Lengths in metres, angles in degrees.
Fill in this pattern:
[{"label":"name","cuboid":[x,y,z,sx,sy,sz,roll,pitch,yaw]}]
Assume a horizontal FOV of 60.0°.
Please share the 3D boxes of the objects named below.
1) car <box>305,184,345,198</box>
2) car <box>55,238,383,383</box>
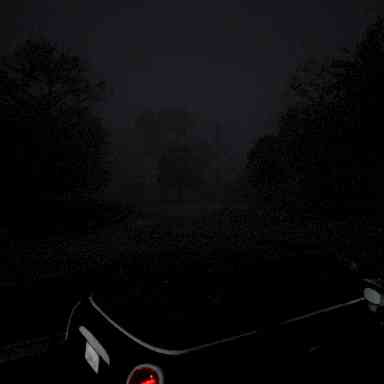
[{"label":"car","cuboid":[20.015,-0.212,50.128,5.566,2.045,2.150,-2,1,2]},{"label":"car","cuboid":[0.944,1.344,3.896,4.553,1.767,2.097,0,0,-35]}]
